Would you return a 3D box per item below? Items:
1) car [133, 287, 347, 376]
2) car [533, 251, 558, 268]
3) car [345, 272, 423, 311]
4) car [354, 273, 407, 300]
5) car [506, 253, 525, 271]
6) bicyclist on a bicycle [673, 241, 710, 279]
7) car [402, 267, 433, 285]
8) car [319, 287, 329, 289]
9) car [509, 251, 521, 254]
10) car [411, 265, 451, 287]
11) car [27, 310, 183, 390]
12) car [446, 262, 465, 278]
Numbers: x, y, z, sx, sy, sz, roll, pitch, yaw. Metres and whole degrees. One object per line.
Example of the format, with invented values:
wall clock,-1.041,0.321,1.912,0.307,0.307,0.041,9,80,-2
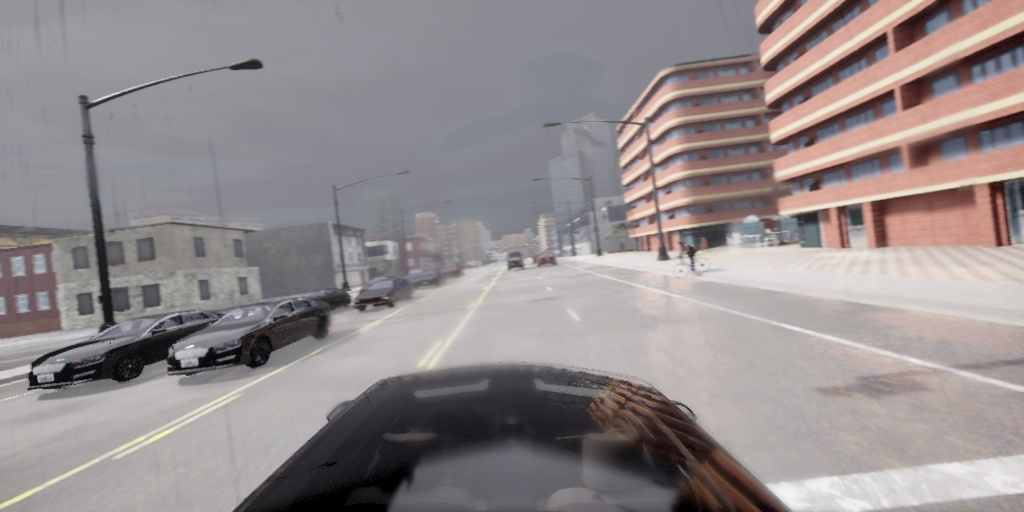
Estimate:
car,-7.070,2.057,10.297,2.128,1.511,4.902,-7,0,1
car,3.837,0.247,40.480,2.097,1.767,4.553,-7,1,1
car,-6.924,2.007,20.043,2.033,1.411,5.357,-7,1,0
car,-10.285,2.309,28.648,2.033,1.411,5.357,-7,1,1
car,0.427,0.820,40.266,1.837,1.490,4.892,-7,1,1
bicyclist on a bicycle,7.760,0.084,15.757,1.656,1.620,0.582,-16,0,1
car,-10.120,2.141,38.784,1.812,1.442,4.674,-7,1,1
car,-10.408,2.455,19.392,1.994,1.385,4.181,-7,1,1
car,0.508,0.410,51.711,2.150,2.045,5.566,-7,1,1
car,-6.789,1.885,29.936,1.994,1.385,4.181,-7,1,1
car,-10.537,2.480,10.550,2.128,1.511,4.902,-7,0,1
car,-6.646,1.529,39.953,2.097,1.767,4.553,-7,1,1
